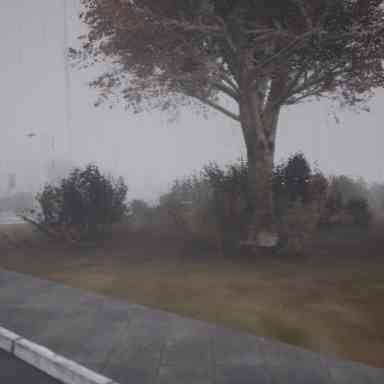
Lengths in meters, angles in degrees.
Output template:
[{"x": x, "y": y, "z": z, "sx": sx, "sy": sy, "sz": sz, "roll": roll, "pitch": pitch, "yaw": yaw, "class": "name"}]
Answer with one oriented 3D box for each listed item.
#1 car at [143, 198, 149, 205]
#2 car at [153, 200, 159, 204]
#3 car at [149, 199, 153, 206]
[{"x": -8.753, "y": 1.902, "z": 60.048, "sx": 2.128, "sy": 1.511, "sz": 4.902, "roll": -1, "pitch": 0, "yaw": 34, "class": "car"}, {"x": -3.193, "y": 1.834, "z": 49.315, "sx": 1.812, "sy": 1.442, "sz": 4.674, "roll": -1, "pitch": 0, "yaw": 33, "class": "car"}, {"x": -4.689, "y": 1.928, "z": 59.823, "sx": 2.033, "sy": 1.411, "sz": 5.357, "roll": -1, "pitch": 0, "yaw": 34, "class": "car"}]
